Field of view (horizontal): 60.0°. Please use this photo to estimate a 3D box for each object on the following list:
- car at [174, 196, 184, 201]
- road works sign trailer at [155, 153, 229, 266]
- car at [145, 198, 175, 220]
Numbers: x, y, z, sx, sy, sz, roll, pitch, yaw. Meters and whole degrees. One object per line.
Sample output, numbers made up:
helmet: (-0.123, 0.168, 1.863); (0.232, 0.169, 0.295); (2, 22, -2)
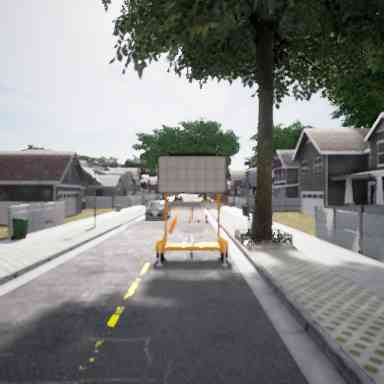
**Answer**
car: (-2.745, 1.450, 68.654); (1.994, 1.385, 4.181); (0, 0, 0)
road works sign trailer: (0.007, 0.461, 11.543); (2.380, 3.560, 2.880); (0, 0, 0)
car: (-2.844, 1.471, 28.246); (2.128, 1.511, 4.902); (0, 0, 0)
